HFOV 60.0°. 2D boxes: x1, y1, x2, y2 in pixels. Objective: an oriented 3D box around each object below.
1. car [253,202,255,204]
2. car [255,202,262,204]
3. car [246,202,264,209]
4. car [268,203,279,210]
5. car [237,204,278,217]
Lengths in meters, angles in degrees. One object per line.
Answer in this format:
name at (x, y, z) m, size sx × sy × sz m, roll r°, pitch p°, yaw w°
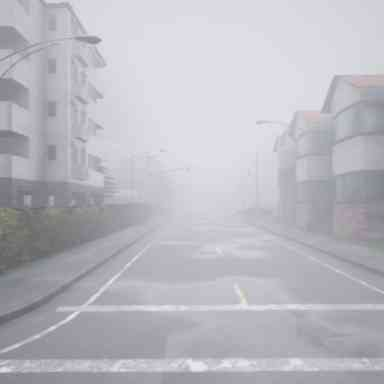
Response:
car at (17.798, 3.643, 88.796) m, size 3.866 × 1.878 × 1.905 m, roll -1°, pitch -2°, yaw 0°
car at (17.688, 3.329, 76.006) m, size 5.027 × 1.636 × 2.152 m, roll -1°, pitch -2°, yaw 0°
car at (17.412, 3.756, 91.703) m, size 4.605 × 1.855 × 1.932 m, roll -1°, pitch -2°, yaw 0°
car at (17.956, 3.208, 69.587) m, size 3.806 × 1.475 × 1.970 m, roll -1°, pitch -2°, yaw 0°
car at (8.933, 2.723, 46.667) m, size 5.357 × 1.411 × 2.033 m, roll 0°, pitch -2°, yaw -26°
